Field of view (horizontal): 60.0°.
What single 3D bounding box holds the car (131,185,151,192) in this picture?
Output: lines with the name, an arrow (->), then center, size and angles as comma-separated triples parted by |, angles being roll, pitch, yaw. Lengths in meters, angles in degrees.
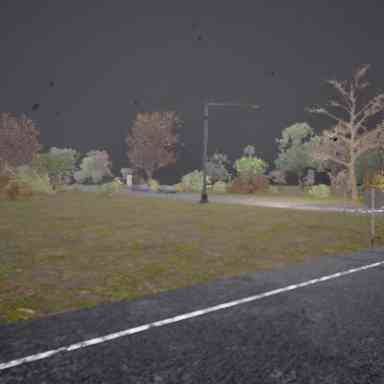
car -> -10.019, -0.731, 65.304 | 2.033, 1.411, 5.357 | 0, 2, -36

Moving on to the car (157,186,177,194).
car -> -4.426, -0.406, 57.512 | 1.994, 1.385, 4.181 | 0, 2, -36
